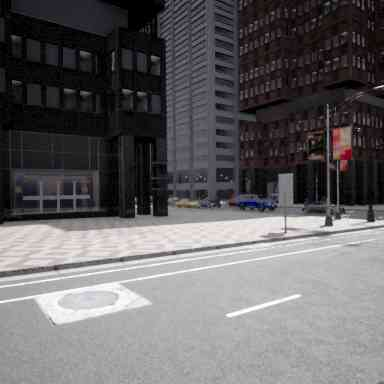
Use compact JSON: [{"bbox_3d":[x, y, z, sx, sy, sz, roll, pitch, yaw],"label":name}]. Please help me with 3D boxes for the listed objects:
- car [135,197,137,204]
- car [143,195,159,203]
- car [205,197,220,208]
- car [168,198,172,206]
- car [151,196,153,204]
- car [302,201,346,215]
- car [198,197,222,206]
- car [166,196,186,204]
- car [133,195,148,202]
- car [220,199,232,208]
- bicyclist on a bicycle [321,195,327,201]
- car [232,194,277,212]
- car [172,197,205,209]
[{"bbox_3d":[-10.141,1.821,62.703,1.802,1.307,4.206,-1,1,-36],"label":"car"},{"bbox_3d":[-9.507,1.597,76.478,1.967,1.590,4.097,-1,1,-36],"label":"car"},{"bbox_3d":[2.484,1.694,49.625,1.994,1.385,4.181,-1,0,-35],"label":"car"},{"bbox_3d":[-3.309,1.731,57.800,1.994,1.385,4.181,-1,0,-35],"label":"car"},{"bbox_3d":[-6.734,1.668,68.020,1.837,1.490,4.892,-1,1,-36],"label":"car"},{"bbox_3d":[13.495,1.627,34.203,1.994,1.385,4.181,-1,0,-36],"label":"car"},{"bbox_3d":[3.107,1.614,58.821,1.887,1.381,4.507,-1,1,-36],"label":"car"},{"bbox_3d":[-3.299,1.638,67.788,1.752,1.417,4.829,-1,1,-36],"label":"car"},{"bbox_3d":[-12.660,1.620,80.893,1.967,1.590,4.097,-1,1,-36],"label":"car"},{"bbox_3d":[6.846,1.424,49.000,2.097,1.767,4.553,-1,1,-35],"label":"car"},{"bbox_3d":[17.380,1.254,43.770,1.656,1.620,0.582,-1,1,-36],"label":"bicyclist on a bicycle"},{"bbox_3d":[8.038,1.318,41.829,2.150,2.045,5.566,-1,0,-36],"label":"car"},{"bbox_3d":[-0.581,1.701,49.318,1.752,1.417,4.829,-1,1,-36],"label":"car"}]
